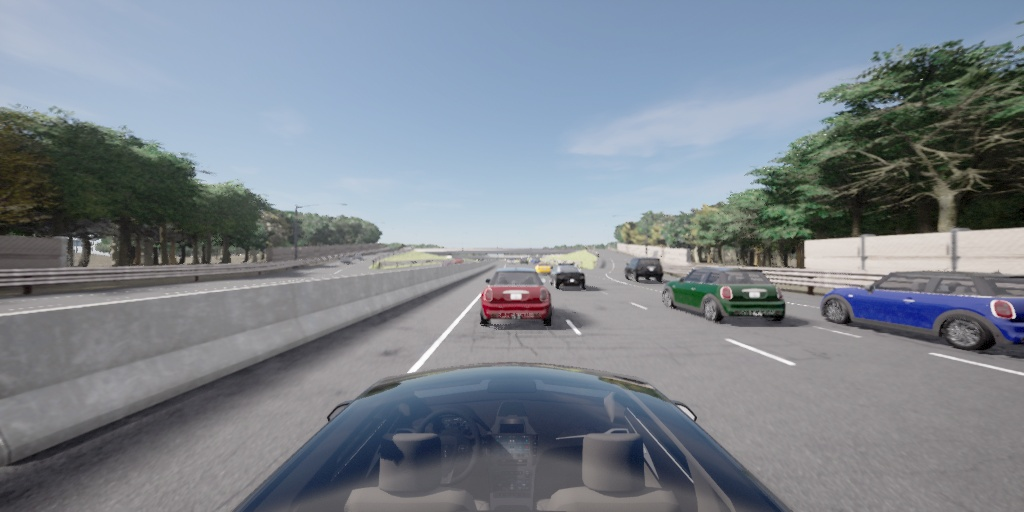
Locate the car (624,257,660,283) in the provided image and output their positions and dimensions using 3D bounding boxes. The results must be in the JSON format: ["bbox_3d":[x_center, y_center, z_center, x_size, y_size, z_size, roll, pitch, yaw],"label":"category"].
[{"bbox_3d":[11.151,1.148,30.636,2.150,2.045,5.566,0,0,6],"label":"car"}]

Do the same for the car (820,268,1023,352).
[{"bbox_3d":[10.615,1.150,9.233,2.097,1.767,4.553,0,0,0],"label":"car"}]

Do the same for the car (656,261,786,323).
[{"bbox_3d":[7.124,1.169,12.641,2.097,1.767,4.553,0,0,0],"label":"car"}]

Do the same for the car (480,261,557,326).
[{"bbox_3d":[0.123,1.165,12.140,2.097,1.767,4.553,0,0,0],"label":"car"}]

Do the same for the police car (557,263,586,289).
[{"bbox_3d":[3.670,1.312,24.388,1.930,1.638,5.238,0,0,0],"label":"police car"}]

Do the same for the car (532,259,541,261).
[{"bbox_3d":[3.739,1.460,43.616,1.801,1.575,5.366,0,0,0],"label":"car"}]
